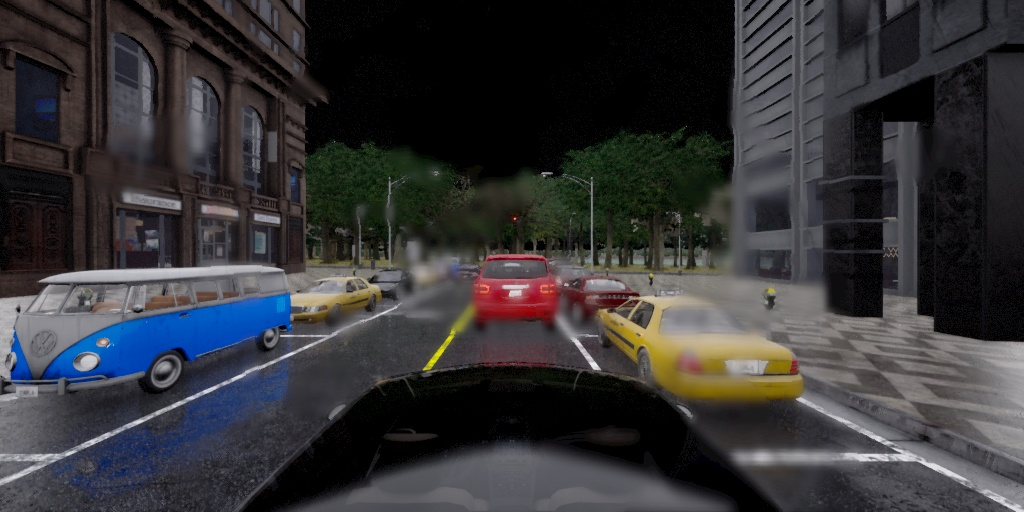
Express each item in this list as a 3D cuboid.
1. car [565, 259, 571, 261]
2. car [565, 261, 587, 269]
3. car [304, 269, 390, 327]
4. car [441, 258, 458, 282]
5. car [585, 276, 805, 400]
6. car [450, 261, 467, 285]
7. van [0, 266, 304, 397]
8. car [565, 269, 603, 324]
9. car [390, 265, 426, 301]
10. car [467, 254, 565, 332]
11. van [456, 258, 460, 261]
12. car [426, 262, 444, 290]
[{"bbox_3d":[2.766,1.067,22.670,2.192,1.841,5.009,0,0,0],"label":"car"},{"bbox_3d":[2.765,1.191,17.232,1.967,1.591,4.097,0,0,0],"label":"car"},{"bbox_3d":[-5.761,1.276,11.627,1.751,1.417,4.829,0,0,0],"label":"car"},{"bbox_3d":[-5.758,1.193,28.109,1.967,1.591,4.097,0,0,0],"label":"car"},{"bbox_3d":[2.763,1.275,6.527,1.751,1.417,4.829,0,0,0],"label":"car"},{"bbox_3d":[-3.040,1.318,26.462,1.994,1.385,4.181,0,0,1],"label":"car"},{"bbox_3d":[-5.762,1.091,6.360,1.690,1.789,3.998,0,0,0],"label":"van"},{"bbox_3d":[2.764,1.295,11.795,1.888,1.381,4.507,0,0,0],"label":"car"},{"bbox_3d":[-5.760,1.317,17.234,1.948,1.339,4.313,0,0,0],"label":"car"},{"bbox_3d":[0.105,0.972,11.053,2.150,2.045,5.566,0,0,0],"label":"car"},{"bbox_3d":[-5.756,1.096,33.547,1.690,1.789,3.998,0,0,0],"label":"van"},{"bbox_3d":[-5.759,1.277,22.502,1.751,1.417,4.829,0,0,0],"label":"car"}]
